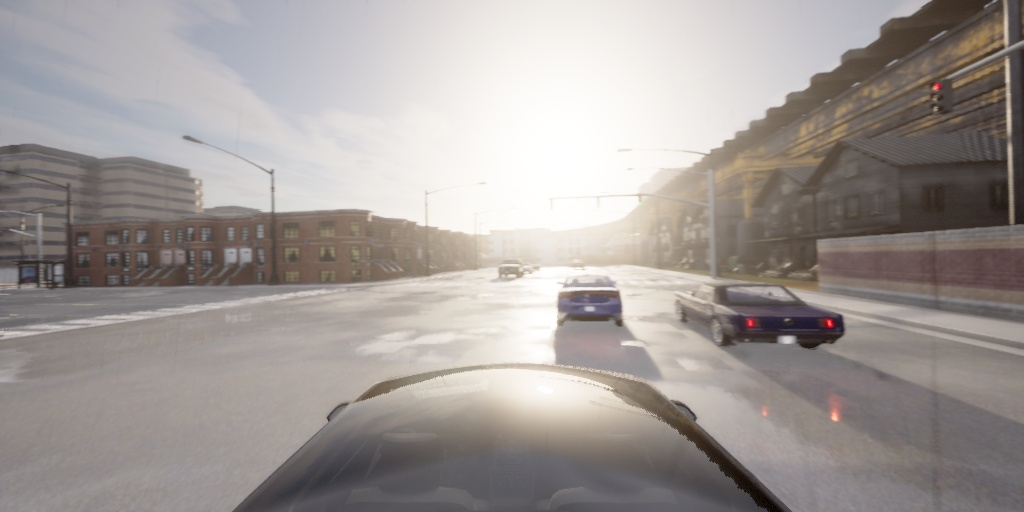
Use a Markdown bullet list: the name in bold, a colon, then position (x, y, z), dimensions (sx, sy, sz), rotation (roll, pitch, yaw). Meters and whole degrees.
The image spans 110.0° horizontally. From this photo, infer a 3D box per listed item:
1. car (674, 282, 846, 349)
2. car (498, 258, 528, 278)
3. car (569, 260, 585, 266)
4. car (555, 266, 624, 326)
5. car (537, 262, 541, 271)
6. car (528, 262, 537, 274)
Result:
- **car**: position (5.491, 1.277, 8.838), dimensions (1.895, 1.301, 4.718), rotation (-1, 0, 10)
- **car**: position (-0.002, 1.273, 38.655), dimensions (2.150, 2.045, 5.566), rotation (-1, 0, 10)
- **car**: position (11.300, 1.450, 60.822), dimensions (2.128, 1.511, 4.902), rotation (-1, -1, 10)
- **car**: position (2.481, 1.251, 11.878), dimensions (1.882, 1.535, 5.008), rotation (-1, 0, 10)
- **car**: position (3.551, 1.687, 57.786), dimensions (1.994, 1.385, 4.181), rotation (-1, 0, 10)
- **car**: position (1.777, 1.612, 48.161), dimensions (1.812, 1.442, 4.674), rotation (-1, 0, 11)
